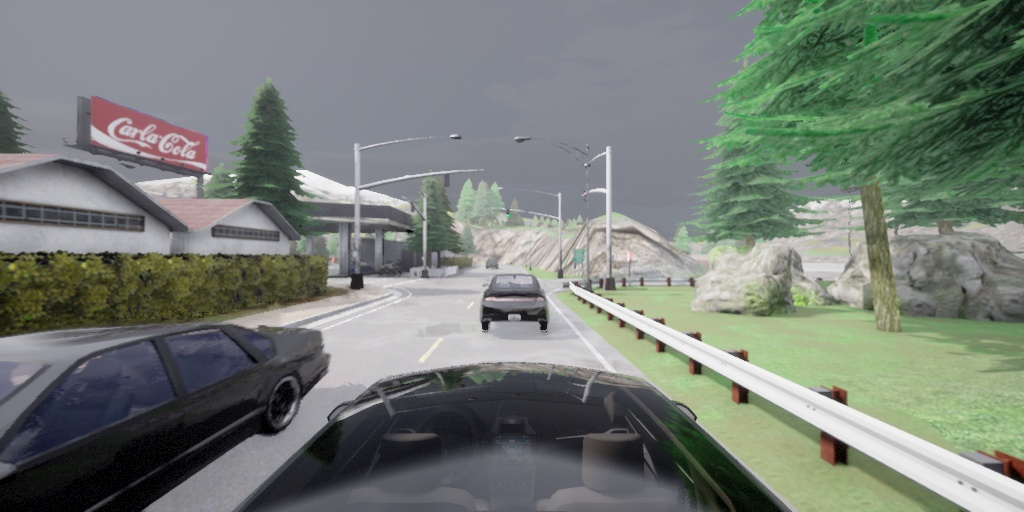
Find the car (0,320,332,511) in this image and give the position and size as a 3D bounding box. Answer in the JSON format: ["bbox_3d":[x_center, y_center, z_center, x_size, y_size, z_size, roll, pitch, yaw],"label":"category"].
[{"bbox_3d":[-3.495,1.311,2.791,2.033,1.411,5.357,0,0,0],"label":"car"}]

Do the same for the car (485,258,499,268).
[{"bbox_3d":[-3.444,1.405,62.095,2.150,2.045,5.566,0,2,0],"label":"car"}]

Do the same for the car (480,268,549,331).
[{"bbox_3d":[0.079,1.296,11.226,2.128,1.511,4.902,0,0,0],"label":"car"}]
